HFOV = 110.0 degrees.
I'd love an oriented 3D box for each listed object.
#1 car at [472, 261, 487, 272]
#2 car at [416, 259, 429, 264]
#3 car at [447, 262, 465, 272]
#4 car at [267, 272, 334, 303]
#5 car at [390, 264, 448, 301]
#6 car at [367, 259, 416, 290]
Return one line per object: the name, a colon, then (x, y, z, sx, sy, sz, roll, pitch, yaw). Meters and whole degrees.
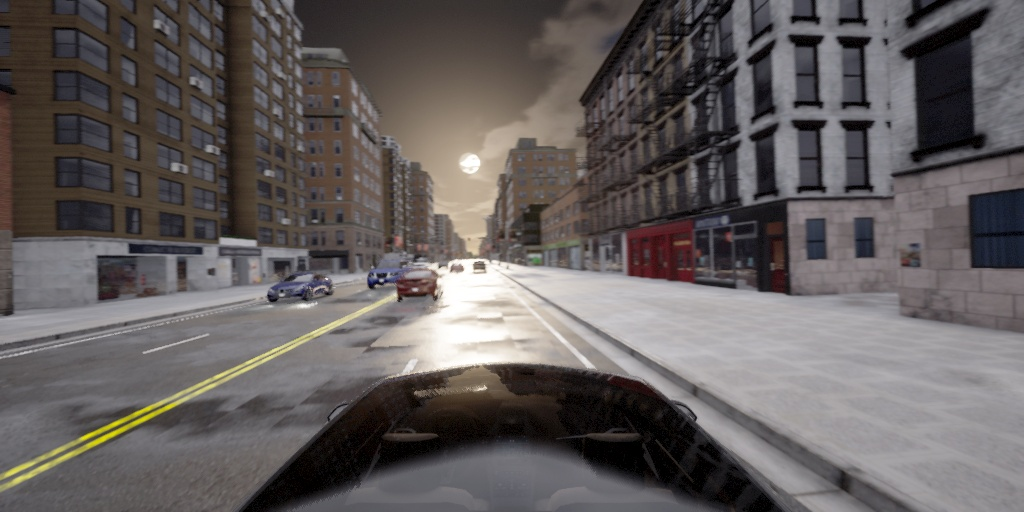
car: (-4.602, 1.457, 50.919, 1.837, 1.490, 4.892, -2, 0, -6)
car: (-15.575, 1.520, 61.437, 2.150, 2.045, 5.566, -2, 0, -5)
car: (-8.095, 1.624, 53.202, 1.994, 1.385, 4.181, -2, 0, -6)
car: (-11.494, 1.649, 19.860, 1.812, 1.442, 4.674, -2, 0, -6)
car: (-4.652, 1.391, 18.735, 1.882, 1.535, 5.008, -2, 0, -6)
car: (-8.892, 1.274, 26.427, 2.150, 2.045, 5.566, -2, 0, -6)
